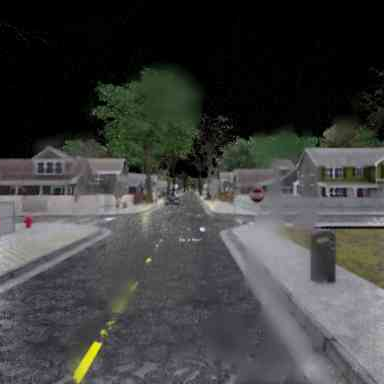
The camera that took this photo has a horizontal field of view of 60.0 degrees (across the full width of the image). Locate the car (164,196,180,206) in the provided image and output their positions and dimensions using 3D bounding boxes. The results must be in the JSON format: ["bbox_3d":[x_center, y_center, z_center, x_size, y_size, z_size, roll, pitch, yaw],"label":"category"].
[{"bbox_3d":[-2.737,1.254,46.906,1.994,1.385,4.181,0,1,0],"label":"car"}]
